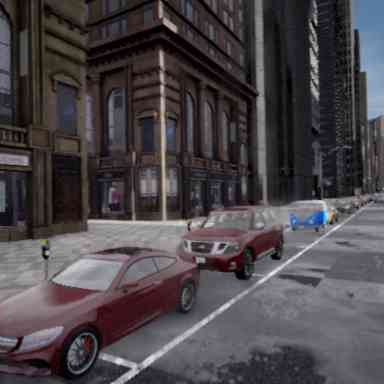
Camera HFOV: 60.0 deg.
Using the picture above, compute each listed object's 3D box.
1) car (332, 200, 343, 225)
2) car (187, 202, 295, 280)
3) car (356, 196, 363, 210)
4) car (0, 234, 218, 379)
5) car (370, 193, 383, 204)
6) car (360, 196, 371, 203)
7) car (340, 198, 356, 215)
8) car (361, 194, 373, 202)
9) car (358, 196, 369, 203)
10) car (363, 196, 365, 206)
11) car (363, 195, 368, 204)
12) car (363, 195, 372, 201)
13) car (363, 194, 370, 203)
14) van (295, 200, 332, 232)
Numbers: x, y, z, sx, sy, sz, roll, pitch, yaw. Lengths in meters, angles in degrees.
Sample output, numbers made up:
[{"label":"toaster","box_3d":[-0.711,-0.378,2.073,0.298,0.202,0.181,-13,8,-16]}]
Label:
[{"label":"car","box_3d":[9.885,1.599,24.948,1.752,1.417,4.829,-1,-1,30]},{"label":"car","box_3d":[1.469,1.405,10.599,2.192,1.841,5.009,-1,-1,30]},{"label":"car","box_3d":[21.301,1.497,44.426,1.967,1.590,4.097,-1,-1,30]},{"label":"car","box_3d":[-1.359,1.678,5.763,1.802,1.307,4.206,-1,-1,30]},{"label":"car","box_3d":[34.721,1.481,61.860,1.837,1.490,4.892,-2,-1,30]},{"label":"car","box_3d":[38.300,1.584,73.421,1.887,1.381,4.507,-1,-1,30]},{"label":"car","box_3d":[15.635,1.505,34.761,1.967,1.590,4.097,-1,-1,30]},{"label":"car","box_3d":[41.128,1.352,78.256,2.192,1.841,5.009,-1,-1,30]},{"label":"car","box_3d":[35.380,1.567,68.442,1.752,1.417,4.829,-1,-1,30]},{"label":"car","box_3d":[24.136,1.635,49.257,1.802,1.307,4.206,-1,-1,30]},{"label":"car","box_3d":[26.968,1.616,54.090,1.947,1.339,4.313,-1,-1,30]},{"label":"car","box_3d":[43.879,1.560,82.940,1.752,1.417,4.829,-1,-1,30]},{"label":"car","box_3d":[32.634,1.595,63.755,2.008,1.369,4.403,-1,-1,30]},{"label":"van","box_3d":[7.135,1.419,20.264,1.690,1.788,3.998,-1,-1,30]}]
